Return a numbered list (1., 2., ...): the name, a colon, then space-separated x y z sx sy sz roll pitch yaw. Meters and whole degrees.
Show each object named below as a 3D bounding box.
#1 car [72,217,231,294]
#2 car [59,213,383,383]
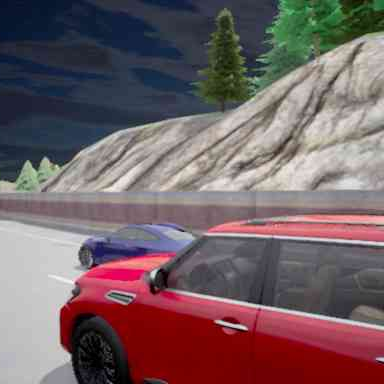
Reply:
1. car: -1.352 1.587 9.607 4.674 1.442 1.812 0 0 38
2. car: 1.002 1.240 3.353 5.566 2.045 2.150 0 0 36
